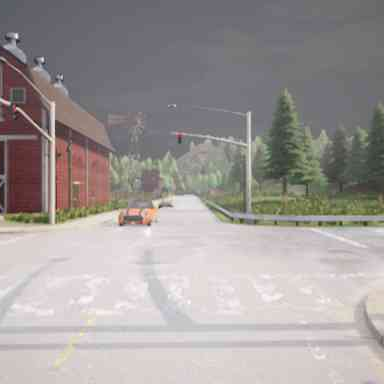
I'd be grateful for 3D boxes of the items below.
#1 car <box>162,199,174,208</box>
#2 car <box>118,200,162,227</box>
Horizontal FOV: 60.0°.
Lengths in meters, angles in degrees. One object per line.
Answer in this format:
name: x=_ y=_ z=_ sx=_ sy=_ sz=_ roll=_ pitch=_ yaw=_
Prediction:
car: x=-3.543 y=1.593 z=46.963 sx=1.895 sy=1.301 sz=4.718 roll=0 pitch=0 yaw=0
car: x=-3.573 y=1.345 z=22.751 sx=2.097 sy=1.767 sz=4.553 roll=0 pitch=0 yaw=2
